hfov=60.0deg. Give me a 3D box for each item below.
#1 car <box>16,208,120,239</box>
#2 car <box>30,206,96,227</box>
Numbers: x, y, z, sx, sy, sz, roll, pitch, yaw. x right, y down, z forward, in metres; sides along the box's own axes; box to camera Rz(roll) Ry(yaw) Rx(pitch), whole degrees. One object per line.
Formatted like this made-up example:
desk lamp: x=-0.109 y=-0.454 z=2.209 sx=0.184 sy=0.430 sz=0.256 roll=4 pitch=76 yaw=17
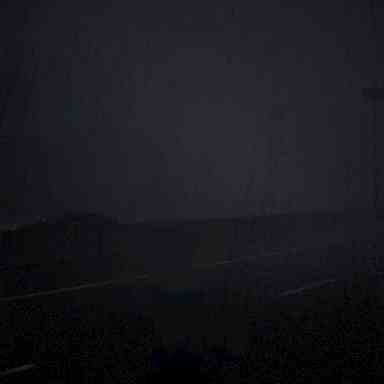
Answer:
car: x=-6.183 y=1.754 z=16.841 sx=4.892 sy=1.490 sz=1.837 roll=1 pitch=-1 yaw=-36
car: x=-10.322 y=1.920 z=26.840 sx=4.674 sy=1.442 sz=1.812 roll=0 pitch=-1 yaw=-37
